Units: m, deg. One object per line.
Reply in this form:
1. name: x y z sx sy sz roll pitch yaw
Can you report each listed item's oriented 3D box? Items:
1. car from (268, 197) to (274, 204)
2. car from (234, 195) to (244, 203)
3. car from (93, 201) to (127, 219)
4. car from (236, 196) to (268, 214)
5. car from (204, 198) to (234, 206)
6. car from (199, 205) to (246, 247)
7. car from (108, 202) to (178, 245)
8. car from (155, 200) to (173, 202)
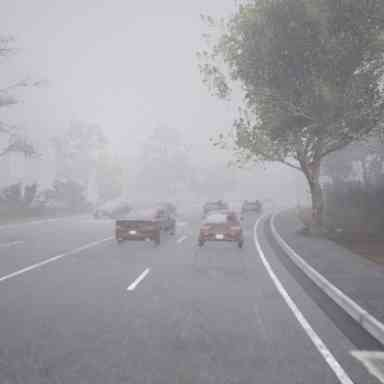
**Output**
1. car: 14.965 1.649 67.627 2.033 1.411 5.357 0 0 34
2. car: 9.495 1.443 65.844 2.097 1.767 4.553 1 0 33
3. car: -6.745 1.517 28.840 1.812 1.442 4.674 0 0 15
4. car: 6.595 1.559 36.086 2.128 1.511 4.902 0 0 19
5. car: 2.607 1.536 35.214 2.128 1.511 4.902 0 0 18
6. car: 1.400 1.548 15.163 1.812 1.442 4.674 0 0 8
7. car: -2.044 1.485 15.865 1.882 1.535 5.008 0 0 8
8. car: -2.727 1.518 30.366 1.837 1.490 4.892 0 0 16
